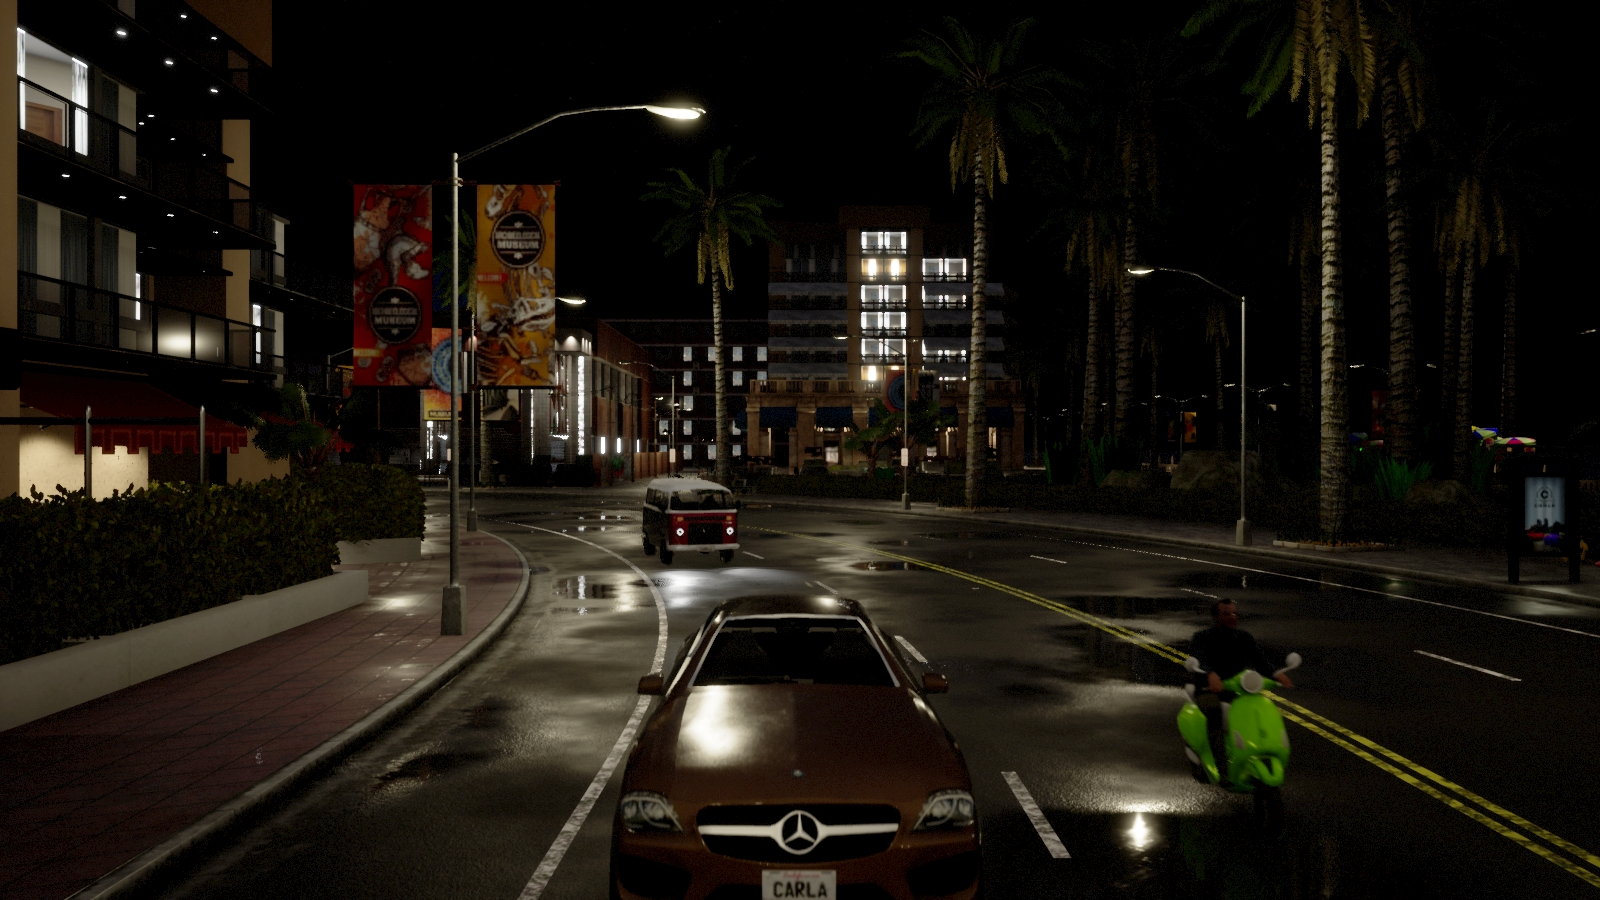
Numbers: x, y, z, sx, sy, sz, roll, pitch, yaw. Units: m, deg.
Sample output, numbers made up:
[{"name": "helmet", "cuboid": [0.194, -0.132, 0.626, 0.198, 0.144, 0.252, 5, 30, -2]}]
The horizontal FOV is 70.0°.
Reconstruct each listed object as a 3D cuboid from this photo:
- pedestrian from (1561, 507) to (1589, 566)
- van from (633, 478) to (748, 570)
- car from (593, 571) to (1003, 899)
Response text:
[{"name": "pedestrian", "cuboid": [17.752, 1.978, 26.164, 0.375, 1.300, 0.375, 0, 0, -14]}, {"name": "van", "cuboid": [-2.884, 1.782, 29.170, 2.069, 2.038, 4.480, 0, 0, -17]}, {"name": "car", "cuboid": [-0.061, 1.992, 8.501, 2.152, 1.651, 5.027, 0, 0, -1]}]
